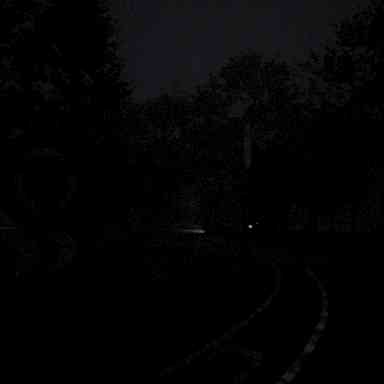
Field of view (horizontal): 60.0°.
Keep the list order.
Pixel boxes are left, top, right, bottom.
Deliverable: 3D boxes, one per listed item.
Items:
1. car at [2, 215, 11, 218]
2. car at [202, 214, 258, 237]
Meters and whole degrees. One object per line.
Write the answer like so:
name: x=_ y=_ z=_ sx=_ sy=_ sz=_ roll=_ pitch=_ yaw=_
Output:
car: x=-42.747 y=6.159 z=76.951 sx=2.128 sy=1.511 sz=4.902 roll=1 pitch=-6 yaw=-24
car: x=2.551 y=2.221 z=22.954 sx=1.994 sy=1.385 sz=4.181 roll=1 pitch=-2 yaw=-36
